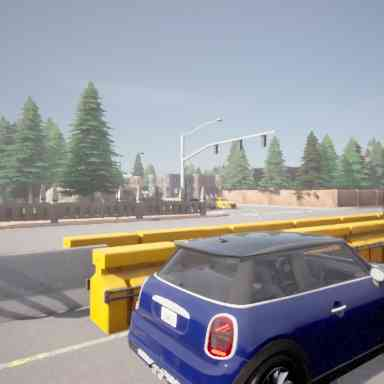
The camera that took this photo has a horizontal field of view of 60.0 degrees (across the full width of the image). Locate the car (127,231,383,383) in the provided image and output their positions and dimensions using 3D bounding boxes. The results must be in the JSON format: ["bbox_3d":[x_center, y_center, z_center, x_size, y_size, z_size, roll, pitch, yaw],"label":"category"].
[{"bbox_3d":[1.485,1.352,4.786,4.553,1.767,2.097,0,0,-35],"label":"car"}]

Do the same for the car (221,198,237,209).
[{"bbox_3d":[3.890,1.477,44.587,1.882,1.535,5.008,0,0,-35],"label":"car"}]

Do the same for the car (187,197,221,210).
[{"bbox_3d":[1.105,1.504,42.465,1.837,1.490,4.892,0,0,-35],"label":"car"}]
